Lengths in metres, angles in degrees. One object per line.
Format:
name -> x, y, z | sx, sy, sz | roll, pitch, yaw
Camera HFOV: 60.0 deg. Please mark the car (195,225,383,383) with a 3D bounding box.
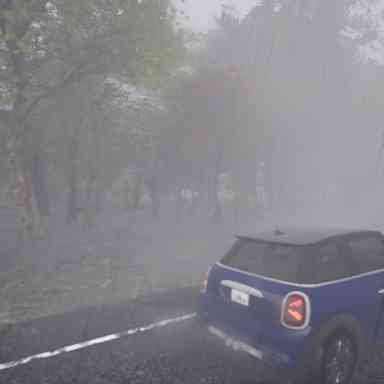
car -> 2.332, 1.332, 5.408 | 4.553, 1.767, 2.097 | 0, 0, -35
